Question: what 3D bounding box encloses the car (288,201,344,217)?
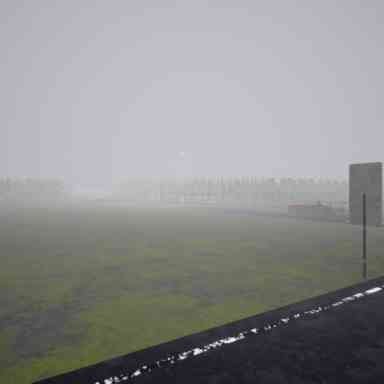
[{"bbox_3d":[11.089,1.460,30.175,1.895,1.301,4.718,0,1,-35],"label":"car"}]
